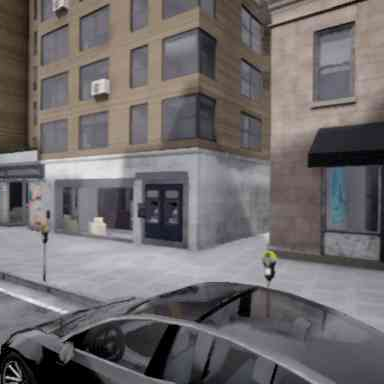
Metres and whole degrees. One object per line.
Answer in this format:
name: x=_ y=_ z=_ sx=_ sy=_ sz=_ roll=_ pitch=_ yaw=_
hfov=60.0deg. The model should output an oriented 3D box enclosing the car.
car: x=-0.021 y=1.563 z=3.088 sx=4.313 sy=1.339 sz=1.947 roll=0 pitch=1 yaw=36
